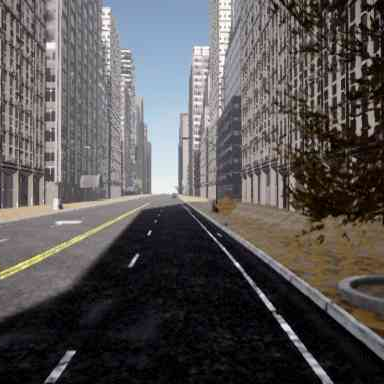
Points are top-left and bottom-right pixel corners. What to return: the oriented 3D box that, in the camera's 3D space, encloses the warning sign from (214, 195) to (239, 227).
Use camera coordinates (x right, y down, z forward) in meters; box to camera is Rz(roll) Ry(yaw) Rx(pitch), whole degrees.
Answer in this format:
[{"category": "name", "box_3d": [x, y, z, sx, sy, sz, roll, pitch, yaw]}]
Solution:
[{"category": "warning sign", "box_3d": [2.040, 1.114, 19.953, 1.300, 1.860, 1.060, -1, -1, -4]}]
